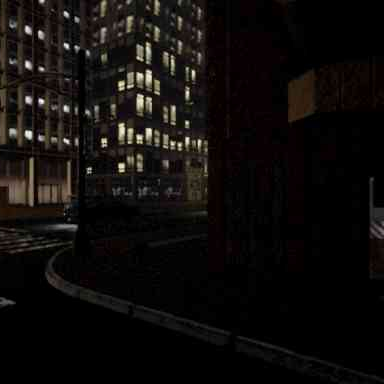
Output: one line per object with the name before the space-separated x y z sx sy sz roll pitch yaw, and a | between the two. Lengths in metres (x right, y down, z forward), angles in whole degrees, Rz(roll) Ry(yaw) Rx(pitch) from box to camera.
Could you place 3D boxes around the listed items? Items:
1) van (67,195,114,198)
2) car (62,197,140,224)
van | -7.495 1.077 24.590 1.690 1.788 3.998 0 0 36
car | -5.905 1.280 22.362 2.033 1.411 5.357 0 0 36
